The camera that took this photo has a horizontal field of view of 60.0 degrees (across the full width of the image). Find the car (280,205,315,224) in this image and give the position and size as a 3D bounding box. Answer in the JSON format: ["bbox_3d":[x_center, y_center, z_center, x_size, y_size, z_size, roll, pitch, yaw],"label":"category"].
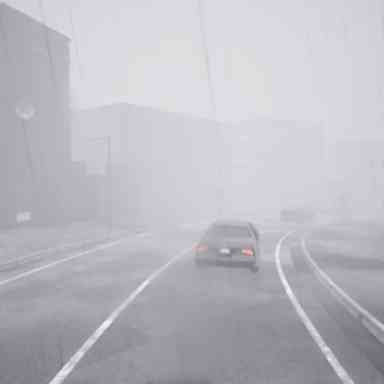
[{"bbox_3d":[9.426,1.938,29.488,1.882,1.535,5.008,3,0,35],"label":"car"}]

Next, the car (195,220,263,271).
[{"bbox_3d":[1.395,1.665,11.418,2.033,1.411,5.357,1,0,12],"label":"car"}]

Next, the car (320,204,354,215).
[{"bbox_3d":[19.418,2.343,44.458,5.357,1.411,2.033,3,2,-34],"label":"car"}]
